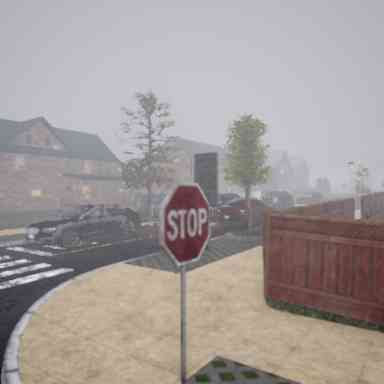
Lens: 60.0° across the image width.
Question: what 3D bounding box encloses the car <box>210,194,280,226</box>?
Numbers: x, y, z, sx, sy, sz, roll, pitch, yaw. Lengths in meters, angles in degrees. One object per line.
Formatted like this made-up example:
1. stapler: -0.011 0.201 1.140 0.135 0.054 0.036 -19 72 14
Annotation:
1. car: 3.121 1.054 18.924 1.812 1.442 4.674 -1 1 36

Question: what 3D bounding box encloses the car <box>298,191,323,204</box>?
1. car: 13.708 0.574 38.621 2.033 1.411 5.357 -1 1 36

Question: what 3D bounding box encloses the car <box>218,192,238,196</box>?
1. car: 1.774 0.862 22.105 2.097 1.767 4.553 -1 1 36

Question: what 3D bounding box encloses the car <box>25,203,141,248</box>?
1. car: -4.256 1.251 13.724 2.128 1.511 4.902 -1 1 36

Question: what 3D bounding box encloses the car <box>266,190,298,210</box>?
1. car: 7.511 0.628 30.066 2.097 1.767 4.553 -1 1 36
